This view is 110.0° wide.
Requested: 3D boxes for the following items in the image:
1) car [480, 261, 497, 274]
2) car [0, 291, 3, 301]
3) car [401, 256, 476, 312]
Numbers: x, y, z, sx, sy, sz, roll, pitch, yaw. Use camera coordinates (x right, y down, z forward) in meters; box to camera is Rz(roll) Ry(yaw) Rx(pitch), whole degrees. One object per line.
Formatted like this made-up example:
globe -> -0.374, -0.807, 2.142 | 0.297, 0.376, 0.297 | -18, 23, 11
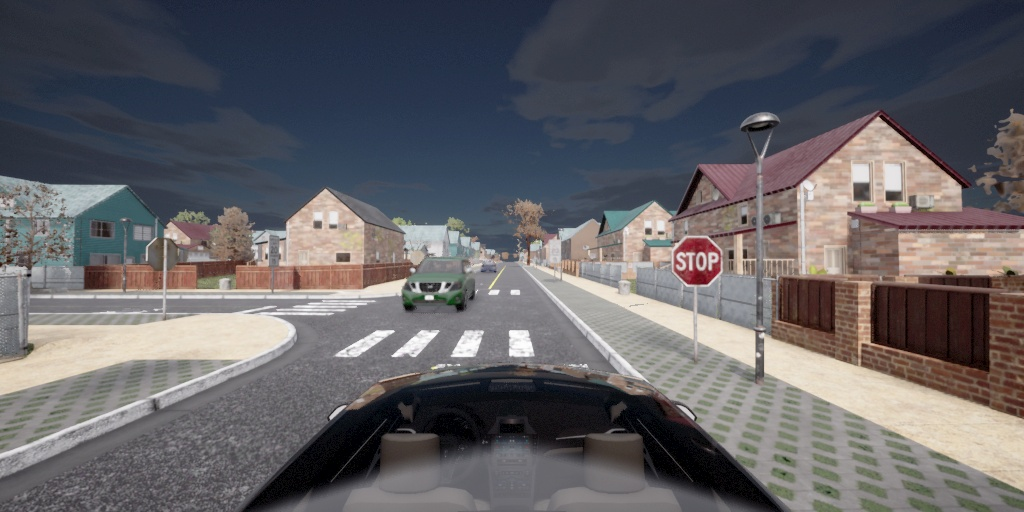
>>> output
car -> -2.778, 1.350, 43.834 | 2.033, 1.411, 5.357 | 0, 0, 0
car -> -20.866, 1.181, 12.417 | 4.674, 1.442, 1.812 | 0, -1, -1
car -> -2.759, 1.034, 14.722 | 2.150, 2.045, 5.566 | 0, 0, 0
